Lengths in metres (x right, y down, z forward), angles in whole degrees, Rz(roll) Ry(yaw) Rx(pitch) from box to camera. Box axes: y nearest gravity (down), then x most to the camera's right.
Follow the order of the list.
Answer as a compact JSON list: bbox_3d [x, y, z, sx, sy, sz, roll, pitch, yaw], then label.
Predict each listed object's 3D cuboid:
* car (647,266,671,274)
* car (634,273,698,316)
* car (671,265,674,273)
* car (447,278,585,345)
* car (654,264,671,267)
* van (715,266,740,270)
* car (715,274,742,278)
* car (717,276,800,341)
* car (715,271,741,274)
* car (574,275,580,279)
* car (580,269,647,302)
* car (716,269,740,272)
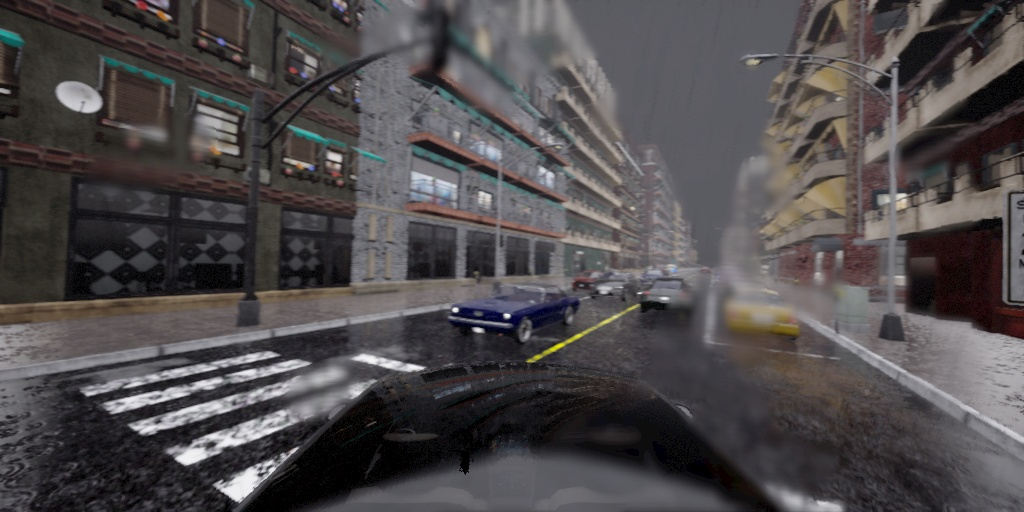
[{"bbox_3d":[12.635,1.907,31.919,1.812,1.442,4.674,1,0,30],"label":"car"},{"bbox_3d":[6.767,1.623,15.296,1.994,1.385,4.181,1,-1,30],"label":"car"},{"bbox_3d":[25.006,2.543,59.091,2.007,1.370,4.403,0,0,30],"label":"car"},{"bbox_3d":[0.309,1.444,10.178,1.895,1.301,4.718,1,-1,30],"label":"car"},{"bbox_3d":[22.218,2.181,54.165,2.192,1.841,5.009,0,0,30],"label":"car"},{"bbox_3d":[18.356,1.851,30.331,1.690,1.789,3.998,0,0,30],"label":"van"},{"bbox_3d":[9.991,1.693,15.551,2.007,1.370,4.403,0,0,30],"label":"car"},{"bbox_3d":[7.399,1.552,10.969,1.751,1.417,4.829,0,0,30],"label":"car"},{"bbox_3d":[12.780,1.810,20.477,1.888,1.381,4.507,0,0,30],"label":"car"},{"bbox_3d":[5.489,1.668,24.607,1.888,1.381,4.507,0,0,30],"label":"car"},{"bbox_3d":[5.707,1.569,19.711,2.128,1.511,4.902,1,-1,29],"label":"car"},{"bbox_3d":[15.568,1.932,25.403,1.888,1.381,4.507,0,0,30],"label":"car"}]
